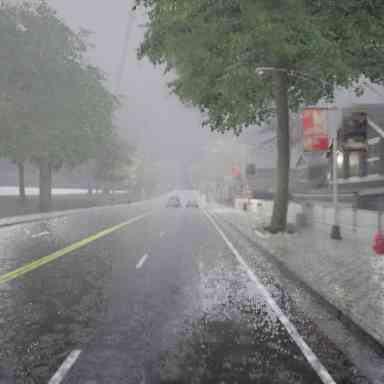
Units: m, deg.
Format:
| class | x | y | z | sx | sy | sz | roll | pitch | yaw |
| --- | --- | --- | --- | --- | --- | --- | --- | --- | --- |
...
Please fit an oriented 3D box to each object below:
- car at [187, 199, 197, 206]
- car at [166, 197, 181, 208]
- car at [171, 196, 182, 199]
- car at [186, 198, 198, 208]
| class | x | y | z | sx | sy | sz | roll | pitch | yaw |
| --- | --- | --- | --- | --- | --- | --- | --- | --- | --- |
| car | -0.015 | 2.018 | 64.894 | 1.837 | 1.490 | 4.892 | 0 | -1 | 0 |
| car | -3.262 | 1.941 | 54.897 | 1.994 | 1.385 | 4.181 | 0 | -1 | 0 |
| car | -3.265 | 1.758 | 64.927 | 2.150 | 2.045 | 5.566 | 0 | -1 | 0 |
| car | -0.012 | 1.941 | 54.886 | 1.994 | 1.385 | 4.181 | 0 | -1 | 0 |
